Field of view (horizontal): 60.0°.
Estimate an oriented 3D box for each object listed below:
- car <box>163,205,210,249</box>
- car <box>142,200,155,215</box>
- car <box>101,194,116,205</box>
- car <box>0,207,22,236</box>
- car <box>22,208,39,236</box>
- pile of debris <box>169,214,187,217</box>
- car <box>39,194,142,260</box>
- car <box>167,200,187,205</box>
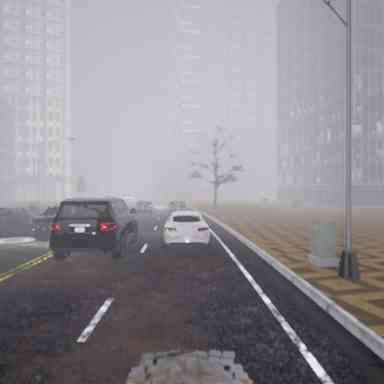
[{"bbox_3d":[-0.263,1.513,14.343,1.812,1.442,4.674,0,0,-2],"label":"car"},{"bbox_3d":[-4.726,1.525,32.813,2.033,1.411,5.357,0,0,-5],"label":"car"},{"bbox_3d":[-14.822,1.325,59.056,2.097,1.767,4.553,0,0,-9],"label":"car"},{"bbox_3d":[-10.393,1.541,18.425,2.033,1.411,5.357,0,0,-3],"label":"car"},{"bbox_3d":[-7.150,1.496,18.276,1.837,1.490,4.892,0,0,-3],"label":"car"},{"bbox_3d":[-1.304,2.151,30.180,1.500,0.140,1.860,0,0,-5],"label":"pile of debris"},{"bbox_3d":[-3.430,1.214,12.576,2.150,2.045,5.566,0,0,-2],"label":"car"},{"bbox_3d":[-1.456,1.521,32.542,2.033,1.411,5.357,0,0,-5],"label":"car"}]
